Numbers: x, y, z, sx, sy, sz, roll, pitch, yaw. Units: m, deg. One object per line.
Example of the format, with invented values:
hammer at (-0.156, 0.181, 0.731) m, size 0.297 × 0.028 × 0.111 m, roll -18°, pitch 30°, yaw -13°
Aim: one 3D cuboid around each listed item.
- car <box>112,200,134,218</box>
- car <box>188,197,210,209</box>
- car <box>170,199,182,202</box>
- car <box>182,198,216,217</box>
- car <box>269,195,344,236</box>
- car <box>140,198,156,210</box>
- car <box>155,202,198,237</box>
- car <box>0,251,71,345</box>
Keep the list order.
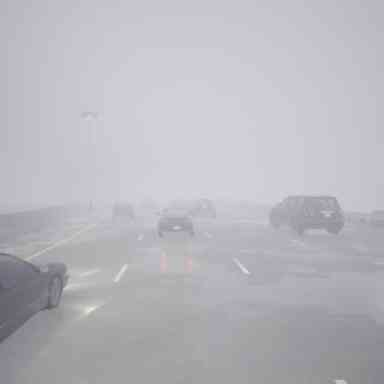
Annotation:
car at (-6.460, 1.533, 31.303) m, size 1.882 × 1.535 × 5.008 m, roll 0°, pitch 0°, yaw -11°
car at (0.874, 1.521, 46.140) m, size 1.812 × 1.442 × 4.674 m, roll 0°, pitch 0°, yaw -15°
car at (-1.819, 1.582, 42.441) m, size 1.994 × 1.385 × 4.181 m, roll 0°, pitch 0°, yaw -15°
car at (0.738, 1.348, 30.614) m, size 2.097 × 1.767 × 4.553 m, roll 0°, pitch 0°, yaw -10°
car at (6.113, 1.174, 18.393) m, size 2.150 × 2.045 × 5.566 m, roll 0°, pitch 0°, yaw -6°
car at (-5.823, 1.576, 44.013) m, size 1.812 × 1.442 × 4.674 m, roll 0°, pitch 0°, yaw -15°
car at (-0.957, 1.535, 18.257) m, size 1.812 × 1.442 × 4.674 m, roll 0°, pitch 0°, yaw -6°
car at (-3.487, 1.577, 4.781) m, size 2.033 × 1.411 × 5.357 m, roll 0°, pitch 0°, yaw -2°
